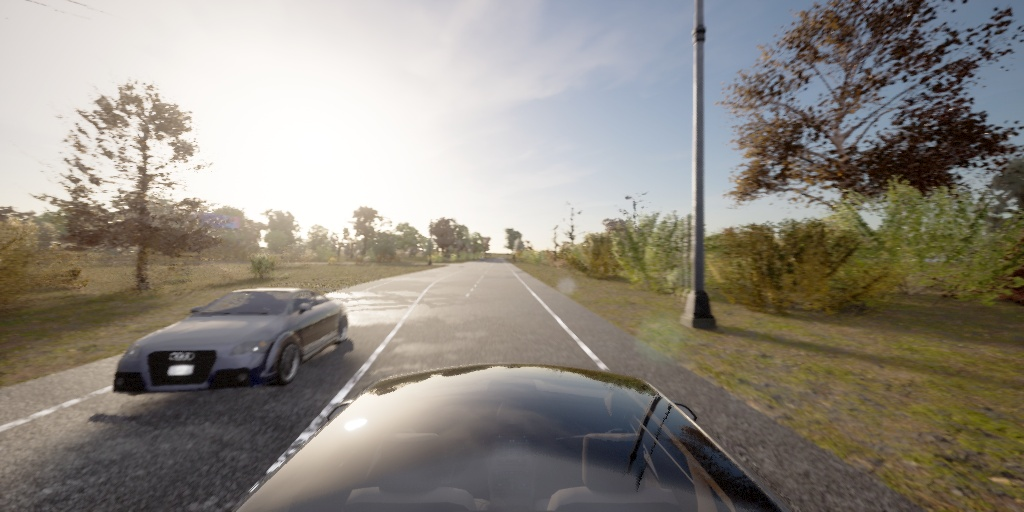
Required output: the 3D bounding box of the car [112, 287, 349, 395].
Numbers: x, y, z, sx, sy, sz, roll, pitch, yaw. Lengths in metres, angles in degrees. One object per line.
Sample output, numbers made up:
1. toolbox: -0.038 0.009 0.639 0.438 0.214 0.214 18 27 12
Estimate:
1. car: -4.568 1.298 6.632 1.994 1.385 4.181 0 0 -8
